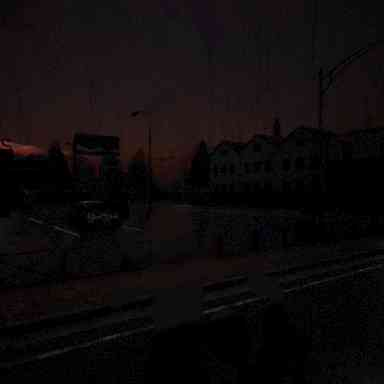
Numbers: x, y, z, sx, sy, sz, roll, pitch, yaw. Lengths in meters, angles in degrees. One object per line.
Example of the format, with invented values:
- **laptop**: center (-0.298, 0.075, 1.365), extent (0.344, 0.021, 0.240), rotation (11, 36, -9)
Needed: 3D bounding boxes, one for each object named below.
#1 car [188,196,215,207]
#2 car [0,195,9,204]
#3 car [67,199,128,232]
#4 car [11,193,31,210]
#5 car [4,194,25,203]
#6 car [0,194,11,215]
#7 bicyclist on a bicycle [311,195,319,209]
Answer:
- **car**: center (1.359, 1.349, 47.572), extent (1.812, 1.442, 4.674), rotation (0, 0, -35)
- **car**: center (-39.205, 1.495, 66.104), extent (4.611, 1.667, 2.242), rotation (0, 0, -36)
- **car**: center (-5.315, 1.248, 17.892), extent (1.970, 1.475, 3.806), rotation (0, 0, -36)
- **car**: center (-19.835, 1.092, 38.155), extent (1.905, 1.878, 3.866), rotation (0, 0, -36)
- **car**: center (-38.979, 1.328, 73.232), extent (3.866, 1.878, 1.905), rotation (0, 0, -36)
- **car**: center (-17.921, 1.113, 29.845), extent (1.932, 1.855, 4.605), rotation (0, 0, -36)
- **bicyclist on a bicycle**: center (13.660, 1.124, 36.837), extent (1.656, 1.620, 0.582), rotation (0, 0, -35)
